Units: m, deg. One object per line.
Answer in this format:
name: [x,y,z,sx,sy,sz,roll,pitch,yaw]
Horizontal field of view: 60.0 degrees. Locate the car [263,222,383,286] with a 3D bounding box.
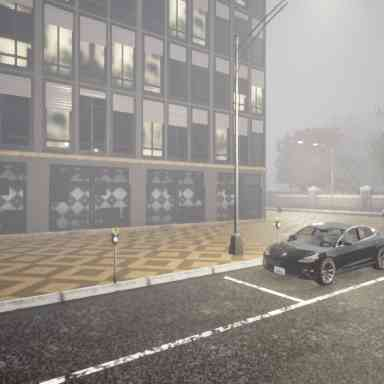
car: [3.930,1.562,9.447,4.313,1.339,1.947,0,0,-35]
